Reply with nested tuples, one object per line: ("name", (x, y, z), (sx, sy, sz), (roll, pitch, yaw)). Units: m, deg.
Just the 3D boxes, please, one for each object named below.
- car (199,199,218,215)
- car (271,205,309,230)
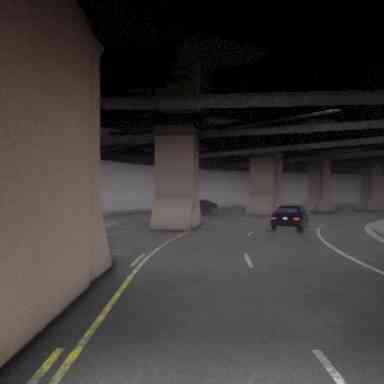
("car", (0.614, 1.488, 32.102), (1.882, 1.535, 5.008), (0, 0, 37))
("car", (6.292, 1.554, 21.150), (2.033, 1.411, 5.357), (0, 0, 24))
